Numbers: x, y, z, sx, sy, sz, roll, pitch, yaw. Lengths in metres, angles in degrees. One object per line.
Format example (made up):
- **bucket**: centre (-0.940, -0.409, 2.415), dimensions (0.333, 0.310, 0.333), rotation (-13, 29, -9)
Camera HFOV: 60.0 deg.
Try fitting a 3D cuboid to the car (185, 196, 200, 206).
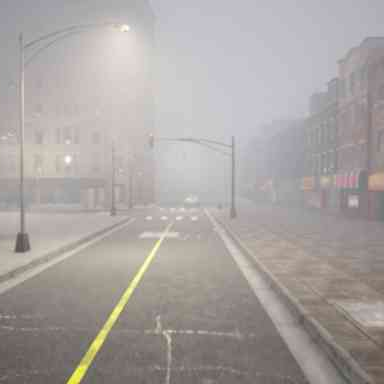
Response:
- **car**: centre (0.028, 1.207, 45.643), dimensions (1.812, 1.442, 4.674), rotation (0, 0, -1)
